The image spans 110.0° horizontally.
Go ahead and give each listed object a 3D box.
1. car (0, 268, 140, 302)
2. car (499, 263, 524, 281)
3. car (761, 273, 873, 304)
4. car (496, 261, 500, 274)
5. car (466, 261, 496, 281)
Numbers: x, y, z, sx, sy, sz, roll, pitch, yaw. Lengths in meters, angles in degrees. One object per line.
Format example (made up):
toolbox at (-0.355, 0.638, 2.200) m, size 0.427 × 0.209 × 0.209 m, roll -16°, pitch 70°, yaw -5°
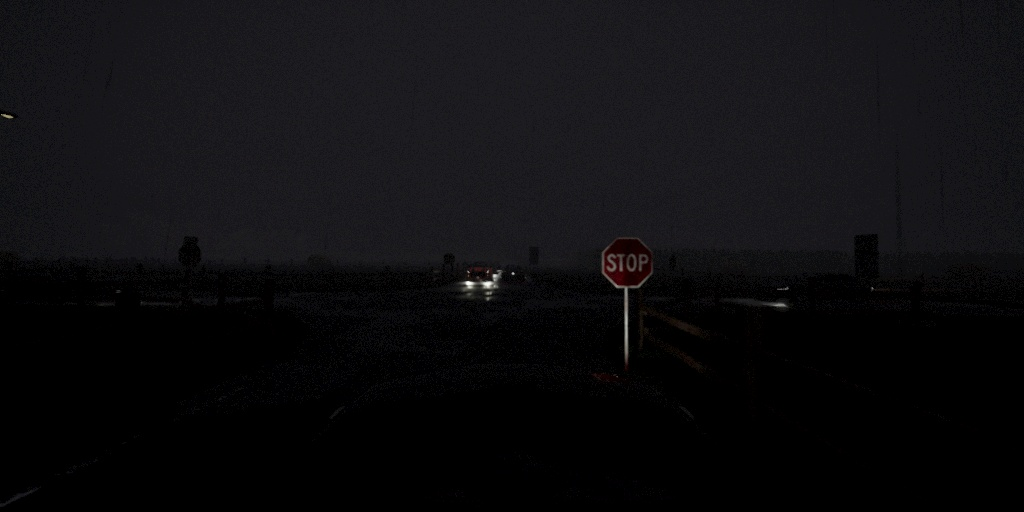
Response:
car at (-18.693, 1.174, 14.990) m, size 4.718 × 1.301 × 1.895 m, roll 1°, pitch -1°, yaw -1°
car at (0.090, 1.485, 32.469) m, size 1.994 × 1.385 × 4.181 m, roll 0°, pitch 0°, yaw 0°
car at (15.495, 1.592, 18.345) m, size 4.892 × 1.490 × 1.837 m, roll 1°, pitch -1°, yaw -1°
car at (-2.863, 1.492, 44.588) m, size 1.837 × 1.490 × 4.892 m, roll 0°, pitch 1°, yaw 0°
car at (-2.863, 1.273, 32.389) m, size 2.097 × 1.767 × 4.553 m, roll 0°, pitch 0°, yaw 0°
